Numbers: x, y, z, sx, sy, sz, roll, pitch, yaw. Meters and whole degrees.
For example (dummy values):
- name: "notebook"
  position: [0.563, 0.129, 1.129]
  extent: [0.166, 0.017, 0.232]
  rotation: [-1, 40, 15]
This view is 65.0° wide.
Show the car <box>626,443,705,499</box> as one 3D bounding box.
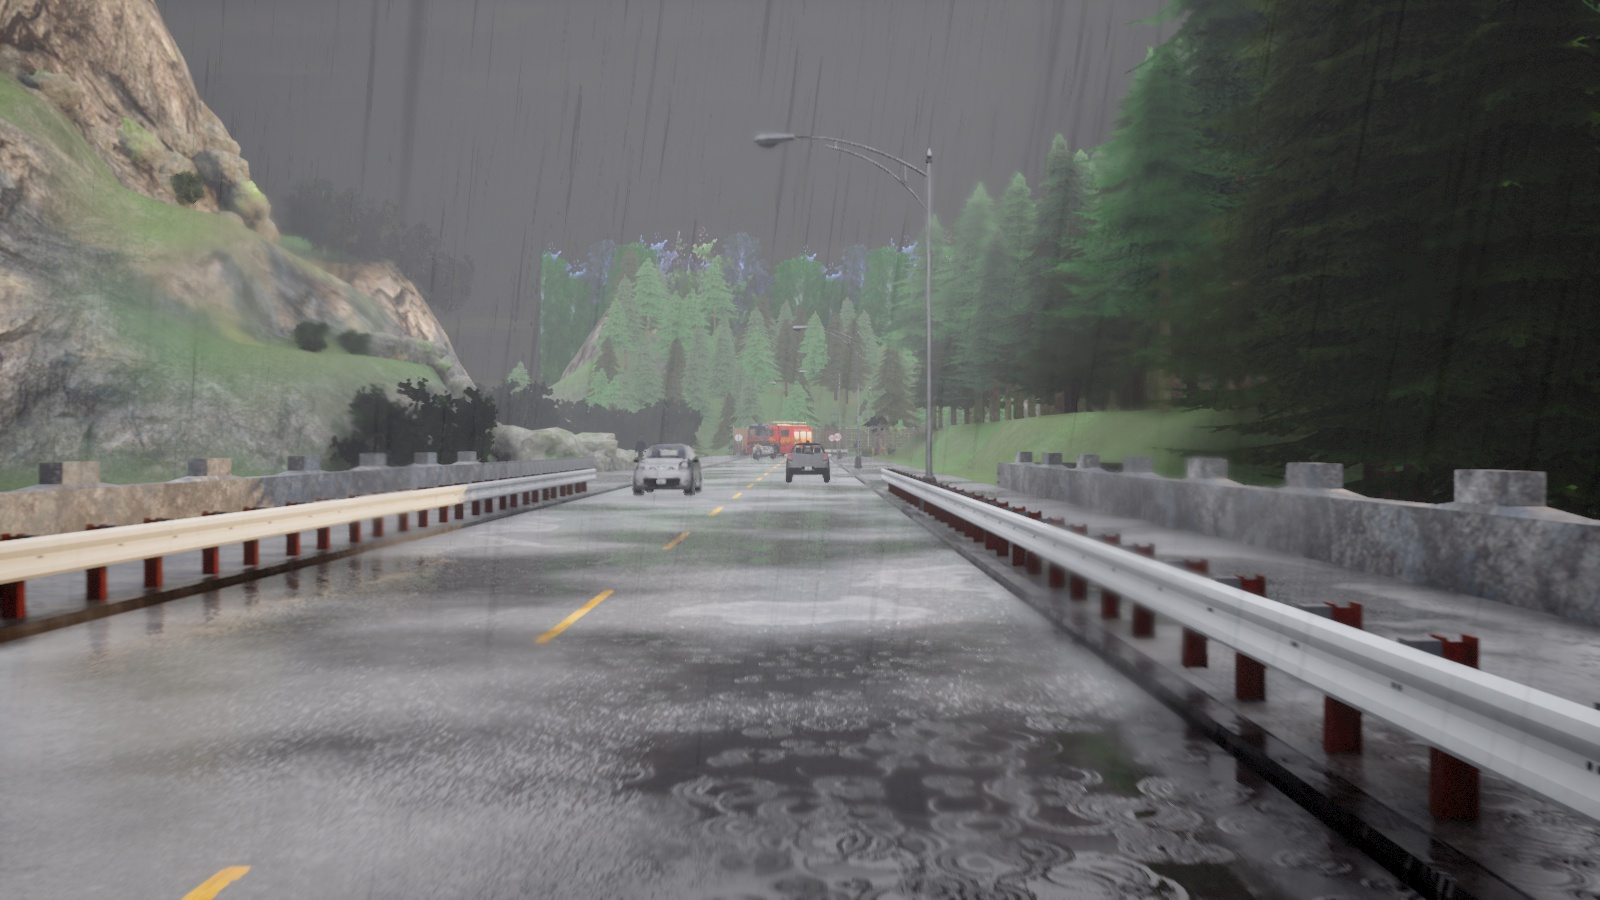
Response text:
- name: "car"
  position: [-3.773, 0.556, 35.692]
  extent: [1.845, 1.501, 3.633]
  rotation: [0, 0, 0]

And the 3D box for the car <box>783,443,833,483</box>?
- name: "car"
  position: [0.305, 0.485, 48.666]
  extent: [1.845, 1.501, 3.633]
  rotation: [0, 0, 0]

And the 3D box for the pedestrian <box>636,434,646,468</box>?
- name: "pedestrian"
  position: [-8.694, 0.062, 68.769]
  extent: [0.402, 1.842, 0.726]
  rotation: [0, 0, 5]
